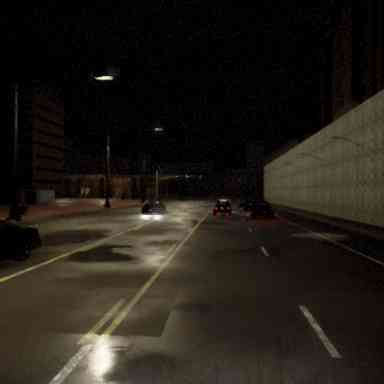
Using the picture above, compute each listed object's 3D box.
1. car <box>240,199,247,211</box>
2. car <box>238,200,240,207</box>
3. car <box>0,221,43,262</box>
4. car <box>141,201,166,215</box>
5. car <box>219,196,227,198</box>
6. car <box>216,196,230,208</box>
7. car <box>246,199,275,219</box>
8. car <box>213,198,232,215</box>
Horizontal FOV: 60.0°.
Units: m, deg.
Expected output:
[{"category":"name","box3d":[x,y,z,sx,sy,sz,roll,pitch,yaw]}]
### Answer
[{"category":"car","box3d":[7.526,1.603,42.251,1.882,1.535,5.008,0,0,6]},{"category":"car","box3d":[8.435,1.715,52.584,1.994,1.385,4.181,0,0,6]},{"category":"car","box3d":[-6.430,1.528,9.500,2.033,1.411,5.357,0,0,6]},{"category":"car","box3d":[-3.931,1.607,34.888,1.994,1.385,4.181,0,0,6]},{"category":"car","box3d":[4.022,1.598,43.414,2.128,1.511,4.902,0,0,6]},{"category":"car","box3d":[4.910,1.482,52.484,2.097,1.767,4.553,0,0,6]},{"category":"car","box3d":[6.399,1.575,30.728,1.882,1.535,5.008,0,0,6]},{"category":"car","box3d":[3.188,1.633,34.610,2.033,1.411,5.357,0,0,7]}]
